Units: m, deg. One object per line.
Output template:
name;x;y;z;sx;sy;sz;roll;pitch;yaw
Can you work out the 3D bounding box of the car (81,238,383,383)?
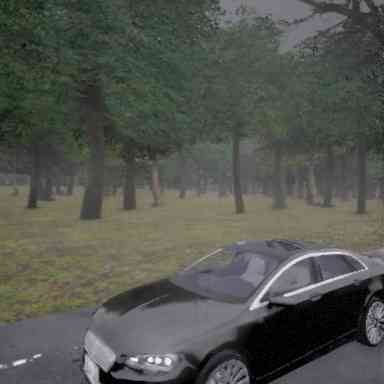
car;1.005;1.486;4.710;4.902;1.511;2.128;0;0;-35
